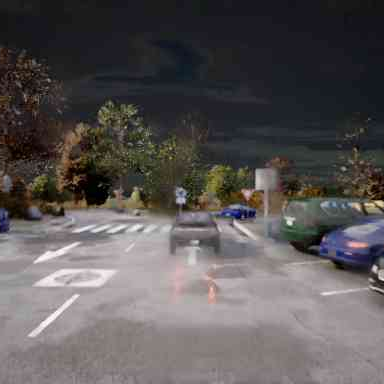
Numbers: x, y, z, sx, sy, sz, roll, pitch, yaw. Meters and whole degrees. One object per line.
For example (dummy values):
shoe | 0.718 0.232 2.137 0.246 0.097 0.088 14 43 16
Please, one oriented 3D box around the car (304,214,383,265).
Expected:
car | 5.998 1.530 9.895 4.674 1.452 2.002 1 0 -20

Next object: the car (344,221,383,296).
car | 6.004 1.490 6.937 4.892 1.521 2.231 1 0 -20

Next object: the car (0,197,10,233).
car | -10.975 1.239 14.275 5.566 2.045 2.435 -1 0 -20

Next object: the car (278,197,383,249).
car | 6.024 1.239 12.871 5.566 2.045 2.435 1 0 -20

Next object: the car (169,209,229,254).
car | 0.098 1.492 13.504 2.128 1.511 4.902 0 0 0

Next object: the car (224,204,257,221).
car | 4.513 1.845 31.200 1.882 1.535 5.008 1 0 33
